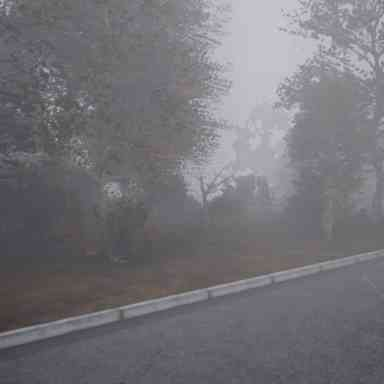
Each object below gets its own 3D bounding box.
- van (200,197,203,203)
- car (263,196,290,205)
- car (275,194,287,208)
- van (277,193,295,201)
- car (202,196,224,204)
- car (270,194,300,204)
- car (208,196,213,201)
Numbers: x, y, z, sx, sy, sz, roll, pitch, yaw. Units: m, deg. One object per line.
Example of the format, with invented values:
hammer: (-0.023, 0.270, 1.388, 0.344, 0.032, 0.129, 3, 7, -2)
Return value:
van: (-0.014, 1.593, 71.145, 1.878, 1.987, 4.442, -1, 0, -36)
car: (16.934, 1.710, 67.055, 2.097, 1.535, 5.008, -1, 0, -36)
car: (12.258, 1.249, 36.816, 2.150, 2.045, 5.566, 3, -3, -34)
van: (25.059, 1.342, 89.090, 1.878, 1.987, 4.442, 0, 0, -36)
car: (4.722, 1.759, 74.164, 1.946, 1.575, 5.366, -1, 0, -36)
car: (19.185, 1.435, 68.695, 2.435, 2.045, 5.566, 0, 0, -36)
car: (2.352, 1.820, 72.660, 2.163, 1.488, 4.792, -1, 0, -36)
